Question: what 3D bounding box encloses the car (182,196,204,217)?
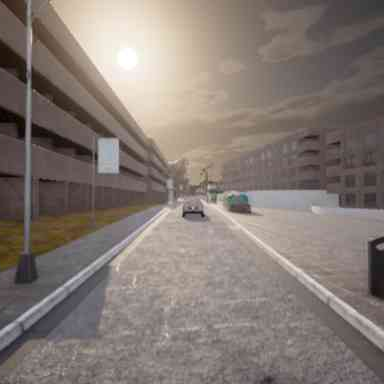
[{"bbox_3d":[0.097,1.330,28.902,2.033,1.411,5.357,0,0,0],"label":"car"}]
